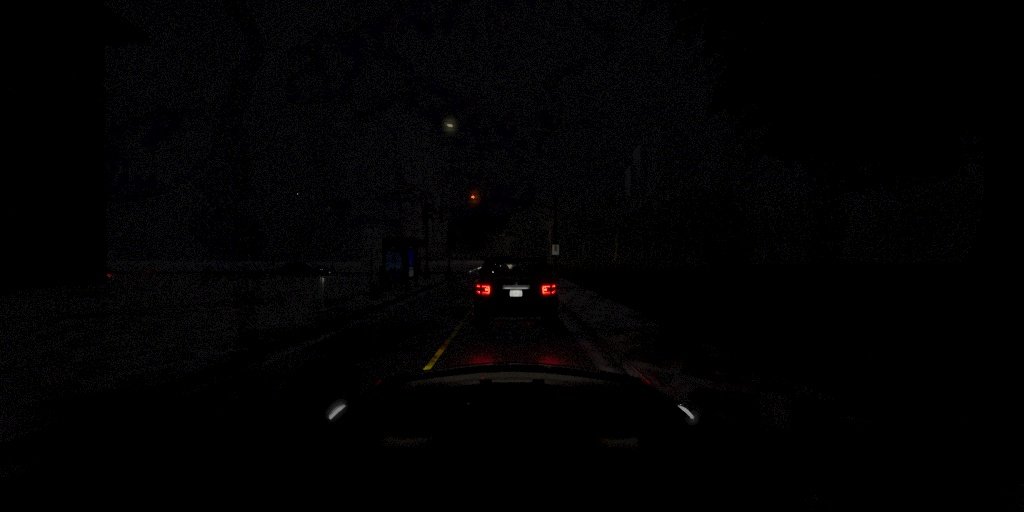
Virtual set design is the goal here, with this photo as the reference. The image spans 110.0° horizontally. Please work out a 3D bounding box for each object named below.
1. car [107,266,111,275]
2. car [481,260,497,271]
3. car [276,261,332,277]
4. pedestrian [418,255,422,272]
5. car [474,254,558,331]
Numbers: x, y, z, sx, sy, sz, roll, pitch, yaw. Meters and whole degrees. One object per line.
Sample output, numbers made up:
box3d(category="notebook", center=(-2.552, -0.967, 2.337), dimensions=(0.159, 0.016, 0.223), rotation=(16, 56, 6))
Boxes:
box3d(category="car", center=(-40.437, 1.100, 33.440), dimensions=(5.008, 1.535, 1.882), rotation=(0, 1, 2))
box3d(category="car", center=(-3.086, 1.243, 47.966), dimensions=(2.033, 1.411, 5.357), rotation=(0, 0, -3))
box3d(category="car", center=(-19.008, 1.209, 32.858), dimensions=(4.674, 1.442, 1.812), rotation=(0, 1, 1))
box3d(category="pedestrian", center=(-10.058, 0.795, 38.859), dimensions=(0.375, 1.860, 0.375), rotation=(0, 0, 1))
box3d(category="car", center=(0.103, 0.967, 11.066), dimensions=(2.150, 2.045, 5.566), rotation=(0, 0, 0))
